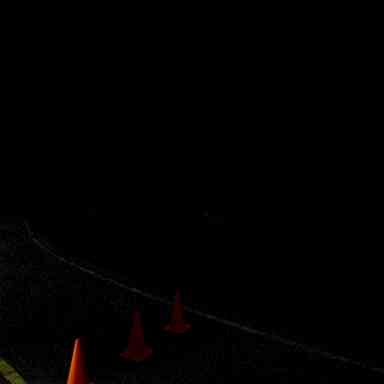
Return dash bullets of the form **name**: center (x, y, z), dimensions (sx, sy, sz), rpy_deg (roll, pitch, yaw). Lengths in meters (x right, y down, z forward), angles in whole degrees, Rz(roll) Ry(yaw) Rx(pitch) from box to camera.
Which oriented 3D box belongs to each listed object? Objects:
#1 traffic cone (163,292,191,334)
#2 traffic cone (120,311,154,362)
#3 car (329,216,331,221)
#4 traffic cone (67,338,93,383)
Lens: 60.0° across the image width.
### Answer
- **traffic cone**: center (-0.238, 1.931, 5.435), dimensions (0.340, 0.580, 0.340), rpy_deg (1, 1, 31)
- **traffic cone**: center (-0.758, 1.938, 4.585), dimensions (0.340, 0.580, 0.340), rpy_deg (1, 1, 31)
- **car**: center (35.619, 6.632, 82.731), dimensions (1.851, 1.617, 3.988), rpy_deg (-4, -3, 4)
- **traffic cone**: center (-1.277, 1.945, 3.735), dimensions (0.340, 0.580, 0.340), rpy_deg (1, 1, 31)
